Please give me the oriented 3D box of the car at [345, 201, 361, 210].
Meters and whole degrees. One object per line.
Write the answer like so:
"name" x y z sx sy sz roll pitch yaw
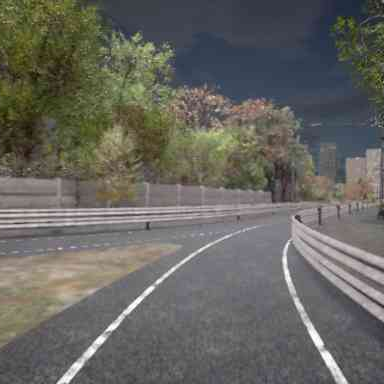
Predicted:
"car" 29.127 2.535 60.850 2.033 1.411 5.357 1 -1 32

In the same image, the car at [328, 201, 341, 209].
"car" 28.098 2.513 65.391 1.882 1.535 5.008 1 -1 32
